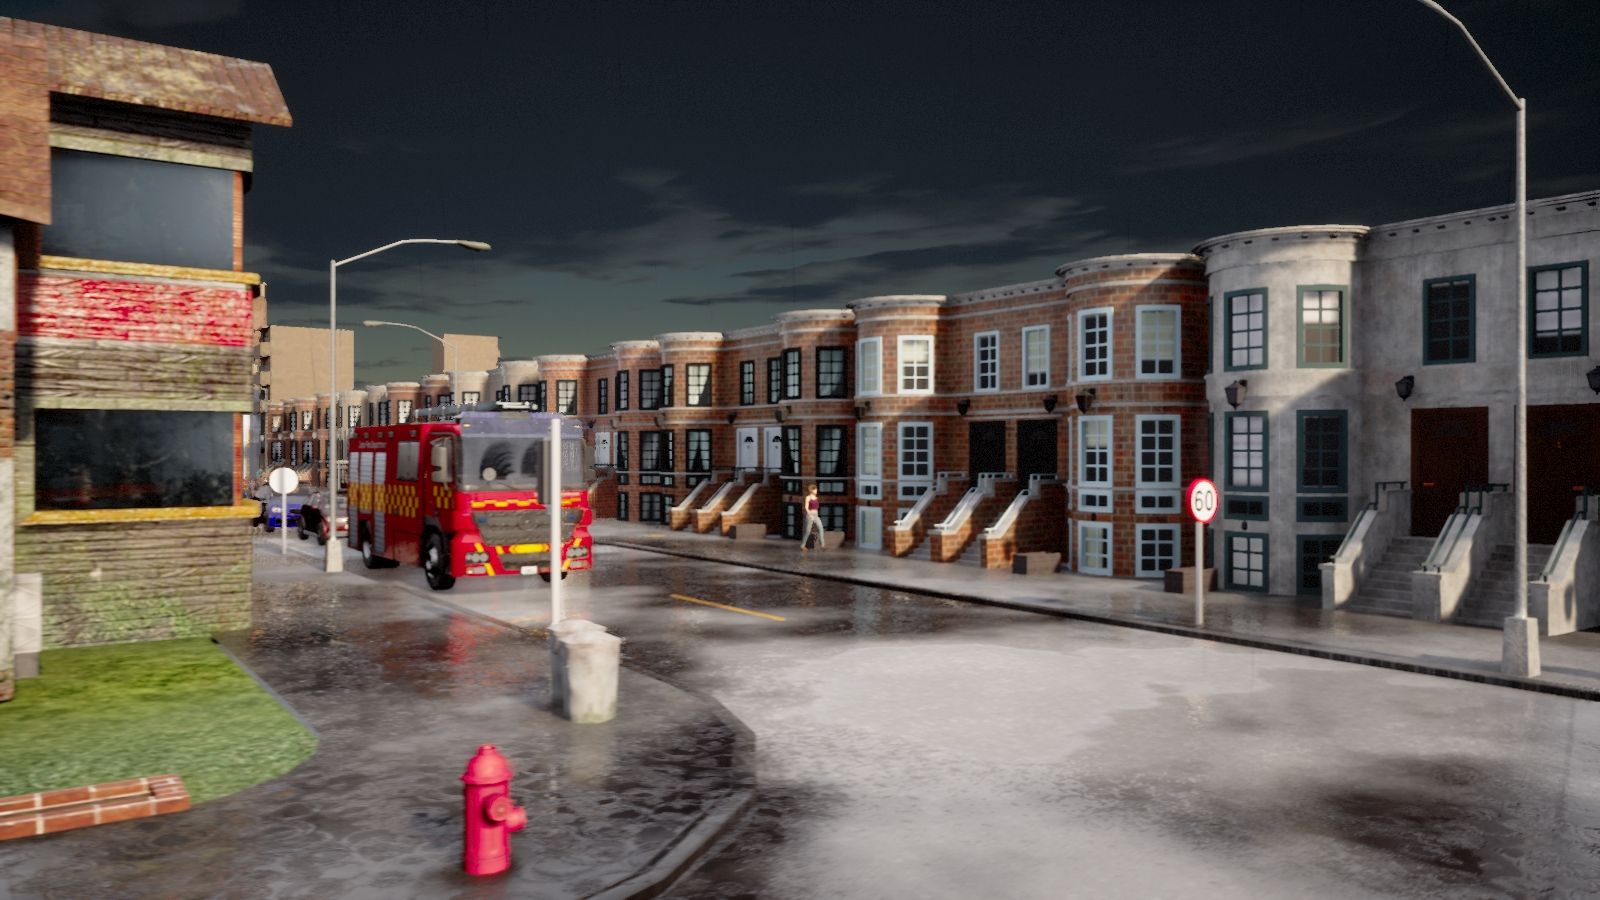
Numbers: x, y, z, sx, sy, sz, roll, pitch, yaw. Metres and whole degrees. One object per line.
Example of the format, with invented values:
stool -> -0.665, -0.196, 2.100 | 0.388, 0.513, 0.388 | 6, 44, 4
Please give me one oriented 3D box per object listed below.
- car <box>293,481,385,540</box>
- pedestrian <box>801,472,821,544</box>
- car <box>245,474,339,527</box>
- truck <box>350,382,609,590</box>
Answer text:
car -> -14.092, 1.798, 34.857 | 1.789, 1.549, 3.705 | 0, 1, -35
pedestrian -> 0.284, 1.523, 30.098 | 0.375, 1.860, 0.375 | 0, 0, -42
car -> -18.106, 1.747, 40.603 | 2.242, 1.667, 4.611 | 0, 0, -35
truck -> -7.398, 0.671, 25.309 | 2.891, 3.827, 8.468 | 0, 0, -35
